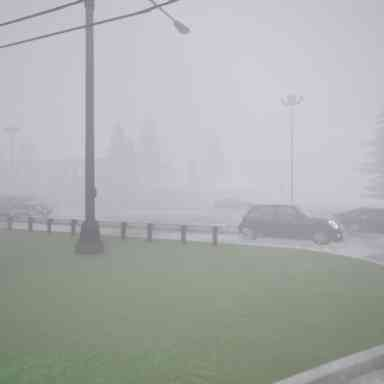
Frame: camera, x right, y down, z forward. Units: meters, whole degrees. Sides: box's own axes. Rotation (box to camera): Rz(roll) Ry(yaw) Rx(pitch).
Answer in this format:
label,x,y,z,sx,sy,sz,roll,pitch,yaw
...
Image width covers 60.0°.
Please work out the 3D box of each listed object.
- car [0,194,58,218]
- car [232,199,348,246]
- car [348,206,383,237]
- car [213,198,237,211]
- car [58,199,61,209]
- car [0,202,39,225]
label,x,y,z,sx,sy,sz,roll,pitch,yaw
car,-14.400,1.216,28.132,5.566,2.045,2.150,0,0,26
car,4.438,1.334,15.137,4.553,1.767,2.097,0,0,26
car,9.608,1.470,16.534,4.892,1.490,1.837,-1,-1,26
car,4.935,1.448,39.474,4.902,1.511,2.128,0,0,-11
car,-19.158,1.212,42.096,5.566,2.045,2.150,0,0,26
car,-13.642,1.599,23.878,4.718,1.301,1.895,0,0,26
